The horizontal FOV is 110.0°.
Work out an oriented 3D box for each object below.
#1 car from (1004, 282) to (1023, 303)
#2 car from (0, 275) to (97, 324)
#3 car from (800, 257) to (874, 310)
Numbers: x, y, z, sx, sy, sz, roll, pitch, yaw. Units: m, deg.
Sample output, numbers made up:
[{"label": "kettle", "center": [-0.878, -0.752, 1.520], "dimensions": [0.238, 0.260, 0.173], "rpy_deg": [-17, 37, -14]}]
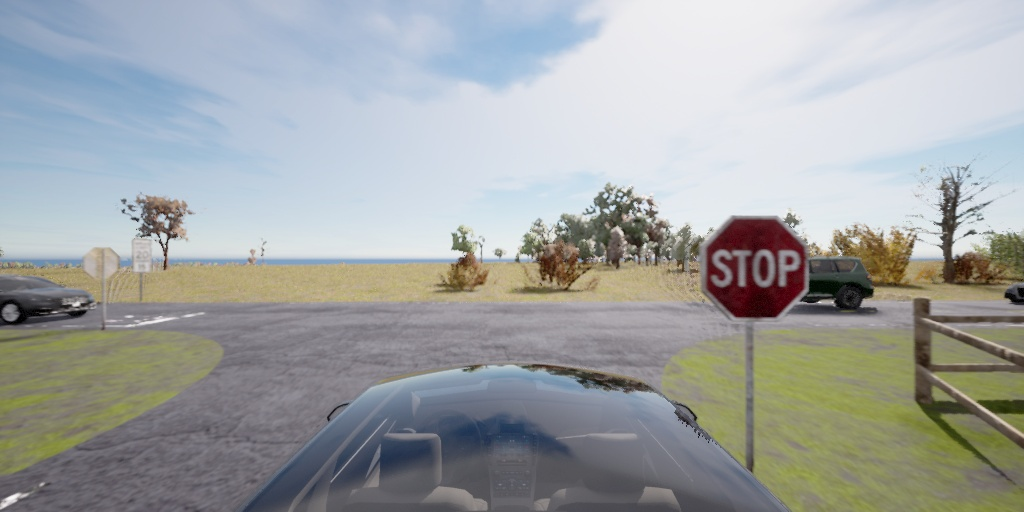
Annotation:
[{"label": "car", "center": [23.266, 1.360, 14.716], "dimensions": [4.181, 1.385, 1.994], "rpy_deg": [0, 0, 0]}, {"label": "car", "center": [-17.096, 1.398, 12.111], "dimensions": [4.892, 1.490, 1.837], "rpy_deg": [0, 0, 1]}, {"label": "car", "center": [11.481, 1.050, 14.819], "dimensions": [5.566, 2.045, 2.150], "rpy_deg": [0, 0, 0]}]
